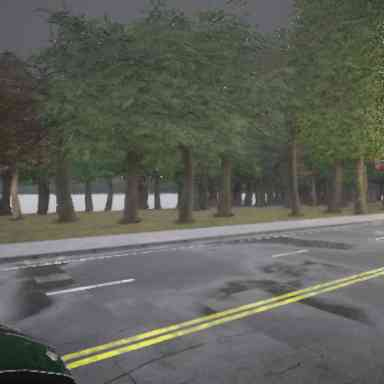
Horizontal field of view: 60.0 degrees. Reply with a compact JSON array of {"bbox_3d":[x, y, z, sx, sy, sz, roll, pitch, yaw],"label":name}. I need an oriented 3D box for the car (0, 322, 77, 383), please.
[{"bbox_3d":[-2.774,1.354,1.456,4.553,1.767,2.097,0,0,-36],"label":"car"}]
